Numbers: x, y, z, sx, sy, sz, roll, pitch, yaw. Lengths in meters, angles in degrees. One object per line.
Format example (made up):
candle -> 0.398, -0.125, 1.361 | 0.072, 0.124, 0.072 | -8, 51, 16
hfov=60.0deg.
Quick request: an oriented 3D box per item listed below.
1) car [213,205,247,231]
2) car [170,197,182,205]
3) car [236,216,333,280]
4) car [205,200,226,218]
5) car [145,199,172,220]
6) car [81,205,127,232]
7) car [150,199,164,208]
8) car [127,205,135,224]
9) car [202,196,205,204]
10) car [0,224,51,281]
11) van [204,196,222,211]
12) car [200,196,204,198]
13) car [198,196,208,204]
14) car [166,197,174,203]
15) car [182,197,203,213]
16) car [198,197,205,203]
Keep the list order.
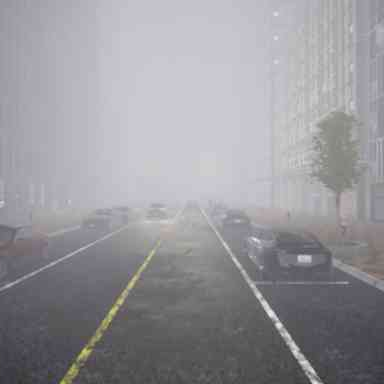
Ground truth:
car -> 2.663, 1.723, 21.380 | 1.947, 1.339, 4.313 | 0, 0, 0
car -> -3.100, 1.963, 72.274 | 1.837, 1.490, 4.892 | 0, 0, 0
car -> 2.678, 1.640, 9.996 | 1.947, 1.339, 4.313 | 0, 0, 0
car -> 2.647, 1.802, 32.764 | 1.947, 1.339, 4.313 | 0, 0, 0
car -> -3.141, 1.729, 30.974 | 1.837, 1.490, 4.892 | 0, 0, 0
car -> -5.718, 1.702, 21.376 | 1.887, 1.381, 4.507 | 0, 0, 0
car -> -5.765, 1.911, 55.361 | 1.752, 1.417, 4.829 | 0, 0, 0
car -> -5.726, 1.764, 27.069 | 1.947, 1.339, 4.313 | 0, 0, 0
car -> 2.632, 1.753, 44.149 | 1.967, 1.590, 4.097 | 0, 0, 0
car -> -5.702, 1.658, 9.992 | 1.802, 1.307, 4.206 | 0, 0, 0
van -> 2.640, 1.616, 38.459 | 1.690, 1.788, 3.998 | 0, 0, 0
car -> 2.601, 1.771, 66.918 | 2.192, 1.841, 5.009 | 0, 0, 0
car -> 2.586, 1.840, 78.303 | 2.192, 1.841, 5.009 | 0, 0, 0
car -> -5.812, 2.158, 89.686 | 1.947, 1.339, 4.313 | 0, 0, 0
car -> 0.042, 1.773, 41.574 | 1.882, 1.535, 5.008 | 0, 0, 0
car -> 2.568, 2.117, 89.855 | 1.752, 1.417, 4.829 | 0, 0, 0
